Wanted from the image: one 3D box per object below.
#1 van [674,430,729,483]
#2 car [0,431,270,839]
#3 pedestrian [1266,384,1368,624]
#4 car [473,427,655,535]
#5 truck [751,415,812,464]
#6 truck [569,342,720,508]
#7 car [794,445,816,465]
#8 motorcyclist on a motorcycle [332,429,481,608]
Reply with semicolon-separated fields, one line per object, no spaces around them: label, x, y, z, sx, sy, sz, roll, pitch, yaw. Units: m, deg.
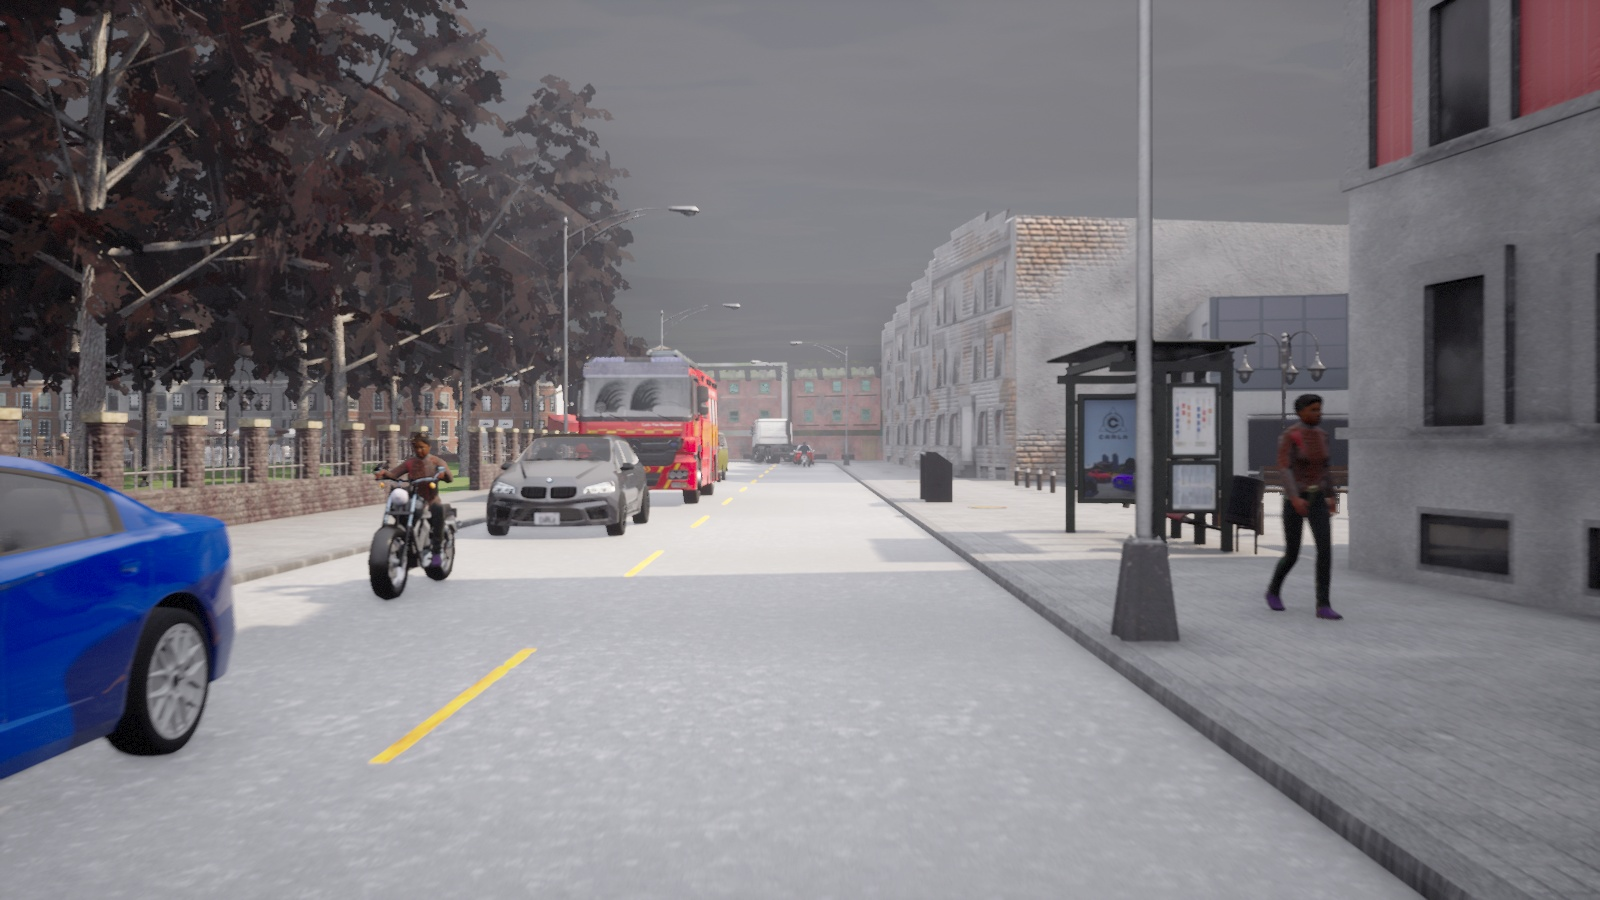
van;-3.791;0.223;48.935;1.775;1.987;4.442;0;0;0
car;-3.953;0.696;4.549;1.882;1.535;5.008;0;0;1
pedestrian;4.059;0.404;9.901;0.328;1.805;0.869;0;0;-10
car;-3.894;0.467;21.640;2.242;1.667;4.611;0;0;0
truck;-1.478;-0.768;94.206;2.891;3.462;7.936;0;0;-13
truck;-3.848;-0.606;33.153;2.891;3.827;8.468;0;0;0
car;0.311;0.323;85.774;1.481;1.376;2.207;0;1;0
motorcyclist on a motorcycle;-3.933;0.622;12.770;0.766;1.649;2.350;0;0;0
